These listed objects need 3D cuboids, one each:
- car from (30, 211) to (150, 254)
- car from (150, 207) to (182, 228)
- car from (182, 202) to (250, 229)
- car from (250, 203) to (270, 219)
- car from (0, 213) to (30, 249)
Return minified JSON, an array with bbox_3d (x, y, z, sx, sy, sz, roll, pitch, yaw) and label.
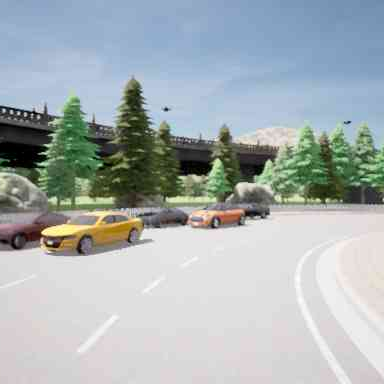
[{"bbox_3d":[-4.128,1.612,14.458,1.882,1.535,5.008,-1,-1,26],"label":"car"},{"bbox_3d":[-2.104,1.788,23.992,1.994,1.385,4.181,0,-1,42],"label":"car"},{"bbox_3d":[1.829,1.580,23.895,2.097,1.767,4.553,0,-1,44],"label":"car"},{"bbox_3d":[5.086,1.782,30.811,4.902,1.511,2.128,0,-1,-34],"label":"car"},{"bbox_3d":[-7.279,1.669,15.543,1.812,1.442,4.674,0,-1,25],"label":"car"}]
